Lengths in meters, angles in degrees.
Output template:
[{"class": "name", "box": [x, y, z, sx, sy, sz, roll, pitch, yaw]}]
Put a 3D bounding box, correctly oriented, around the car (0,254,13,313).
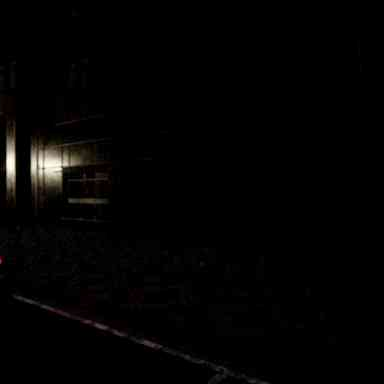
[{"class": "car", "box": [-5.501, 1.389, 6.456, 4.553, 1.767, 2.097, 0, 0, 36]}]
